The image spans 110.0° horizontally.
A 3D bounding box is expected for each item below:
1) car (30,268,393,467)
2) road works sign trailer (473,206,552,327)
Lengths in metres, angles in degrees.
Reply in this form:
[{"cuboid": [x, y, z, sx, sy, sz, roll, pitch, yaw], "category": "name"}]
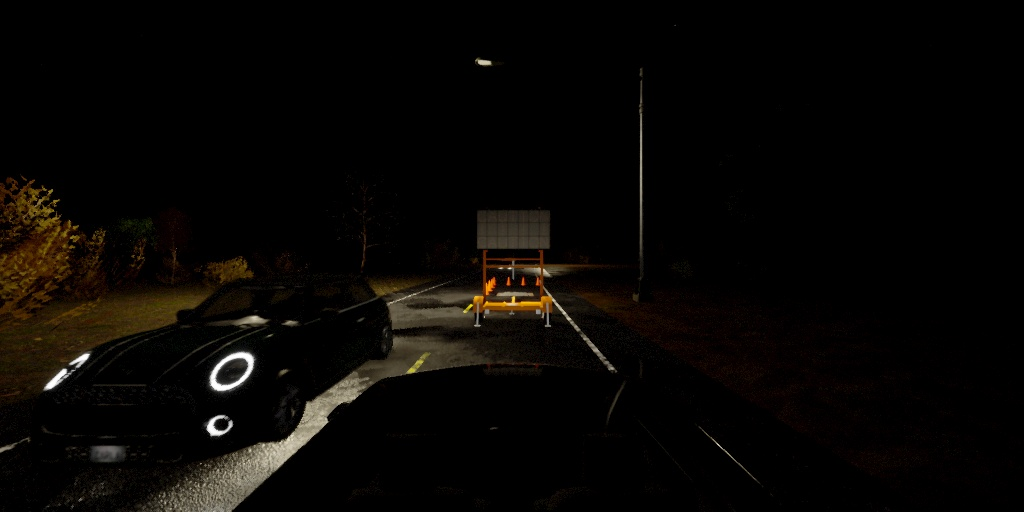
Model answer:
[{"cuboid": [-3.460, 1.102, 5.317, 2.097, 1.767, 4.553, 0, 0, 0], "category": "car"}, {"cuboid": [0.042, 0.214, 11.548, 2.380, 3.560, 2.880, 0, 0, 1], "category": "road works sign trailer"}]
